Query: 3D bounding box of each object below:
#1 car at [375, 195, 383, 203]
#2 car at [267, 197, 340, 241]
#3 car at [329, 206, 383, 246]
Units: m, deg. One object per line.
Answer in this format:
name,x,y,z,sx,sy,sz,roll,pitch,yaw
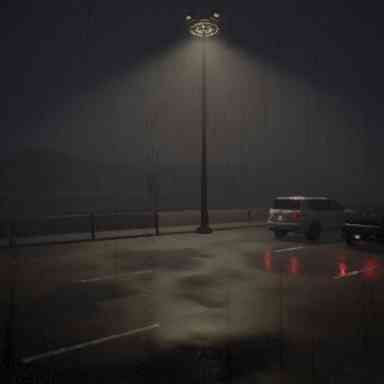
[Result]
car,39.622,1.318,68.834,4.553,1.767,2.097,0,0,-43
car,6.261,1.257,16.933,5.566,2.045,2.150,0,0,-35
car,8.269,1.495,14.066,4.902,1.511,2.128,0,0,-35
